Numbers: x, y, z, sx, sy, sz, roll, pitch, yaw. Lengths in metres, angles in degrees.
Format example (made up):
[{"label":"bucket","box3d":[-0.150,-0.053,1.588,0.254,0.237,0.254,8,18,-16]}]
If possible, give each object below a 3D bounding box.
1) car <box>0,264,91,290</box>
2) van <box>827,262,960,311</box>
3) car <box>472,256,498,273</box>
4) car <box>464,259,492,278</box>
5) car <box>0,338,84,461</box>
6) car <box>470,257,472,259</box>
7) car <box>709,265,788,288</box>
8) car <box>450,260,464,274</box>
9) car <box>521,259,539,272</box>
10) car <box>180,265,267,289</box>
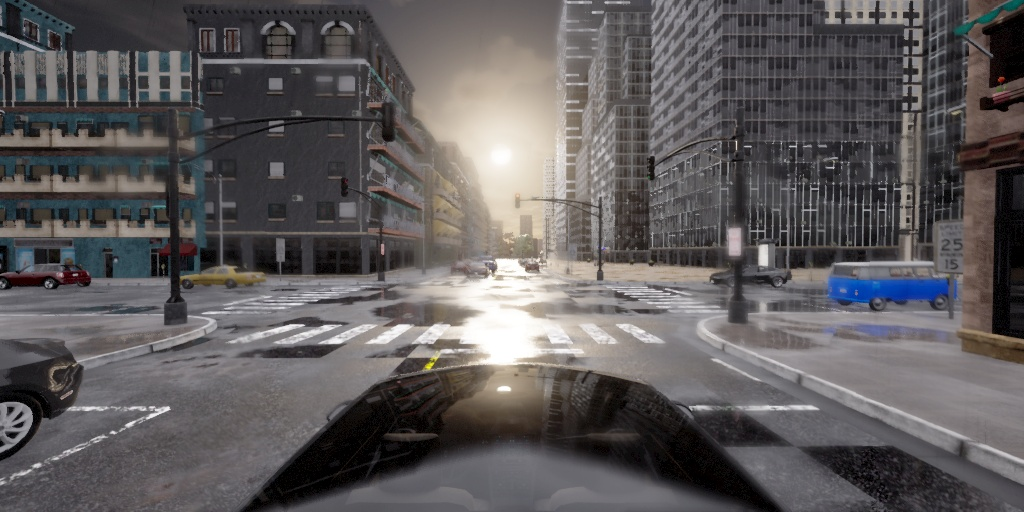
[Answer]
[{"label":"car","box3d":[-28.827,1.189,22.090,4.097,1.591,1.967,0,0,0]},{"label":"van","box3d":[14.661,1.117,13.882,3.998,1.789,1.690,0,0,0]},{"label":"car","box3d":[-3.192,0.966,44.127,2.150,2.045,5.566,0,0,0]},{"label":"car","box3d":[-3.174,1.270,34.221,1.812,1.442,4.674,0,0,0]},{"label":"car","box3d":[-5.692,1.300,2.178,2.007,1.370,4.403,0,0,0]},{"label":"car","box3d":[-5.793,1.184,45.894,1.967,1.591,4.097,0,0,0]},{"label":"car","box3d":[14.629,1.216,22.262,4.313,1.339,1.948,0,0,0]},{"label":"car","box3d":[-5.780,1.289,40.245,1.888,1.381,4.507,0,0,0]},{"label":"car","box3d":[2.554,1.289,45.970,1.888,1.381,4.507,0,0,0]},{"label":"car","box3d":[-17.929,1.246,22.133,4.829,1.417,1.751,0,0,0]}]
